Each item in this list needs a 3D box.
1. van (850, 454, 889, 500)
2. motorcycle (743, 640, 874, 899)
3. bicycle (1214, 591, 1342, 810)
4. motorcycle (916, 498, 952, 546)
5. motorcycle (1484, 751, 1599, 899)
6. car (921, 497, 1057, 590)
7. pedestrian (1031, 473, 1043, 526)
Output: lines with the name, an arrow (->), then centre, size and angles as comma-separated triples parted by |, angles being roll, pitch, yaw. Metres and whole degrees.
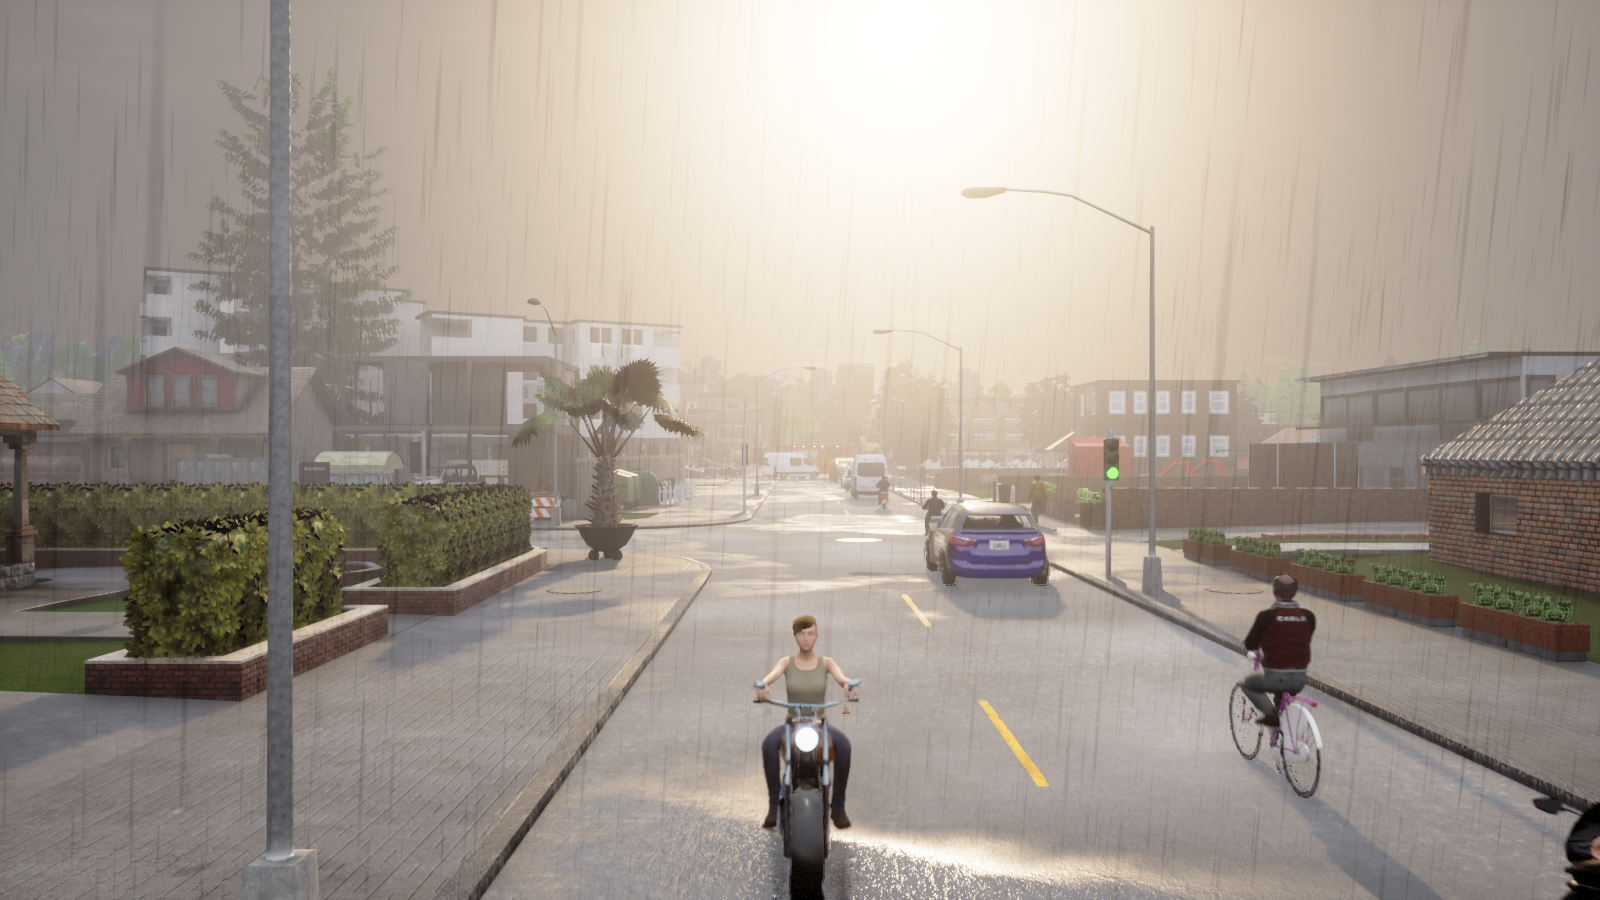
van -> 4.022, 1.534, 66.975 | 1.988, 2.561, 5.915 | 0, 0, 1
motorcycle -> 0.052, 2.155, 7.832 | 0.764, 1.307, 2.356 | 0, 0, 0
bicycle -> 4.044, 2.060, 9.791 | 0.329, 1.471, 1.835 | 0, 0, 0
motorcycle -> 4.027, 2.142, 34.396 | 0.856, 1.316, 1.805 | 0, 0, 0
motorcycle -> 4.000, 2.186, 4.999 | 0.803, 1.199, 2.033 | 0, 0, 0
car -> 4.029, 1.968, 25.183 | 2.242, 1.667, 4.611 | 0, 0, 0
pedestrian -> 8.373, 1.744, 40.400 | 0.375, 1.860, 0.375 | 0, 0, 4
